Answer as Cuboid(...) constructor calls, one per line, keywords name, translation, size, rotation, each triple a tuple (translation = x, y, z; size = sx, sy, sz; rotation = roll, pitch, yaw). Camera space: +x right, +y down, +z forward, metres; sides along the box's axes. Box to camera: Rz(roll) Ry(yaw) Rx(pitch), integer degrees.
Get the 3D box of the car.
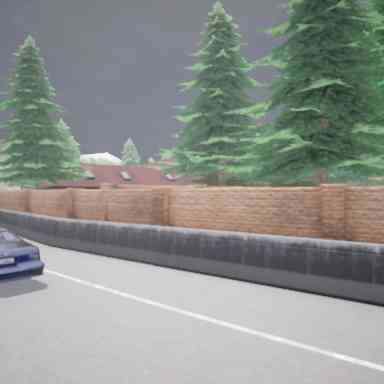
Cuboid(name="car", translation=(-5.944, 1.565, 8.954), size=(5.357, 1.411, 2.033), rotation=(0, 0, 41))
